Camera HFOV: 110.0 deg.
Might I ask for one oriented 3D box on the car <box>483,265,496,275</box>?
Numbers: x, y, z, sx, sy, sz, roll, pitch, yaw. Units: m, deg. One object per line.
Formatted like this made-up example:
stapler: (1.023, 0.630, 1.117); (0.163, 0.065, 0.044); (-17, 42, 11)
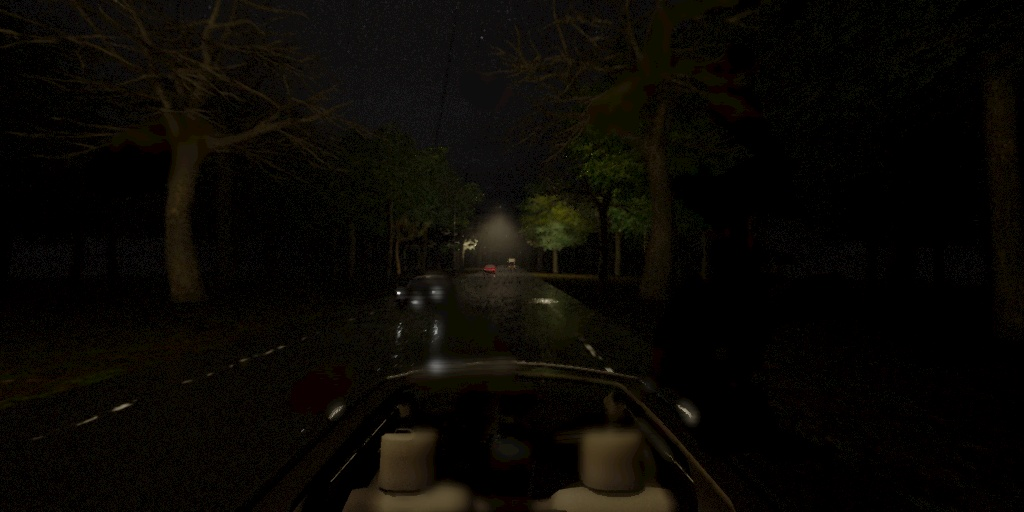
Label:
car: (-3.555, 2.190, 57.686); (1.882, 1.535, 5.008); (0, -1, 1)

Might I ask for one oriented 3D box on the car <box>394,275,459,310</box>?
car: (-3.603, 1.525, 15.862); (1.895, 1.301, 4.718); (0, -1, 0)
